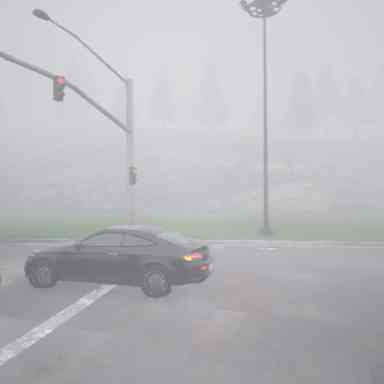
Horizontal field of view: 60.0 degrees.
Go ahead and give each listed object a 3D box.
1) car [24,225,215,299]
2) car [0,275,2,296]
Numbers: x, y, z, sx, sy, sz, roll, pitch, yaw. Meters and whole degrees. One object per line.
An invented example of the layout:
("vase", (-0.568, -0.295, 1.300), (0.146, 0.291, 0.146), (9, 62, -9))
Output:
("car", (-1.778, 1.548, 8.198), (4.674, 1.442, 1.812), (0, -1, 15))
("car", (-5.988, 1.270, 5.170), (5.566, 2.045, 2.150), (0, -1, 4))
